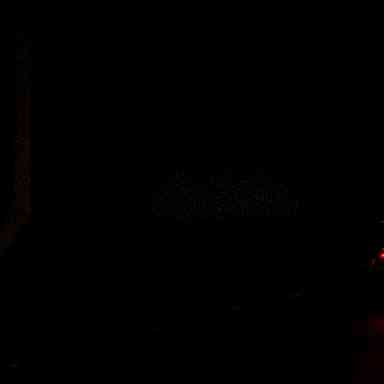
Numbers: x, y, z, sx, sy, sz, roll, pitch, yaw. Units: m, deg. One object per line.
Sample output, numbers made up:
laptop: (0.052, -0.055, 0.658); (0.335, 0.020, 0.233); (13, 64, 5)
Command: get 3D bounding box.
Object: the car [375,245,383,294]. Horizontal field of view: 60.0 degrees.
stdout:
car: (6.133, 1.337, 7.199); (4.553, 1.767, 2.097); (0, 0, -30)
